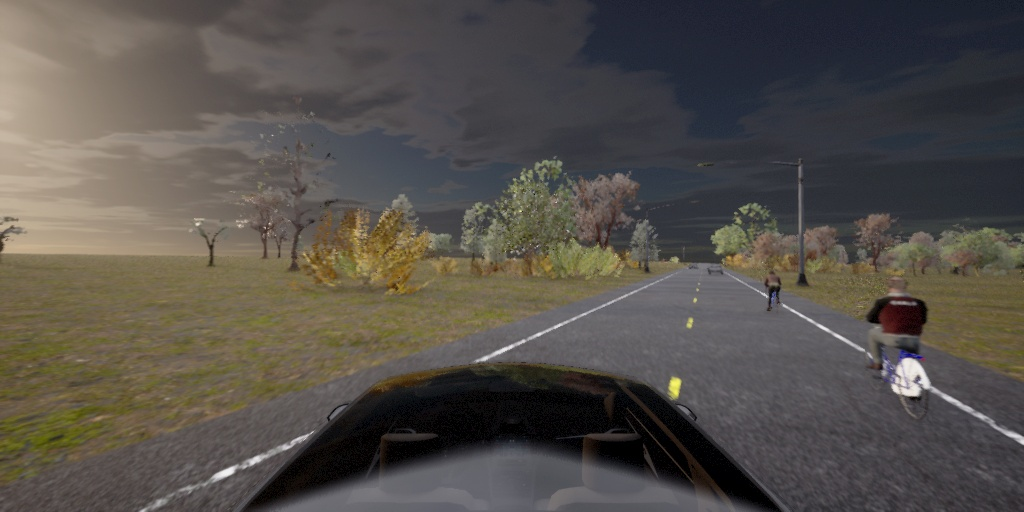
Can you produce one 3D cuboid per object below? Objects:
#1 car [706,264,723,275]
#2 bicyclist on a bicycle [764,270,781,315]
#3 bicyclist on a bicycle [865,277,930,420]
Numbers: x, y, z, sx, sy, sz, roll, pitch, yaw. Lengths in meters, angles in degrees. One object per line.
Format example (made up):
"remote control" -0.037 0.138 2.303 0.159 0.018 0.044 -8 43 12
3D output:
"car" 29.665 1.935 52.346 2.128 1.511 4.902 0 -1 28
"bicyclist on a bicycle" 9.862 1.368 13.552 0.582 1.620 1.656 0 -1 28
"bicyclist on a bicycle" 5.283 1.169 5.004 0.659 1.776 1.843 0 -1 28
